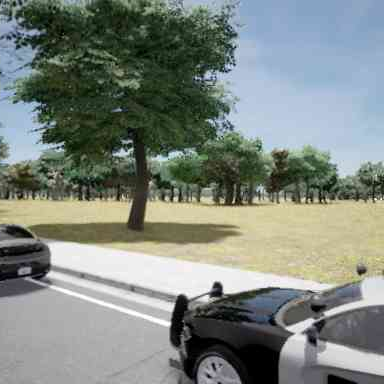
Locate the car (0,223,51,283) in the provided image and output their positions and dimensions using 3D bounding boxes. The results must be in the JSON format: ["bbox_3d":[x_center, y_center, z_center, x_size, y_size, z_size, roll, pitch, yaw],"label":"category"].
[{"bbox_3d":[-5.809,1.606,9.235,4.892,1.490,1.837,0,-1,38],"label":"car"}]

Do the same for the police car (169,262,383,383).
[{"bbox_3d":[2.026,1.502,3.200,5.238,1.638,1.930,0,-1,38],"label":"police car"}]
